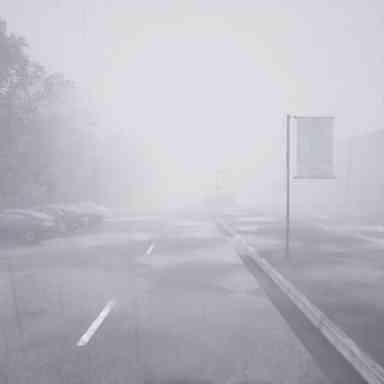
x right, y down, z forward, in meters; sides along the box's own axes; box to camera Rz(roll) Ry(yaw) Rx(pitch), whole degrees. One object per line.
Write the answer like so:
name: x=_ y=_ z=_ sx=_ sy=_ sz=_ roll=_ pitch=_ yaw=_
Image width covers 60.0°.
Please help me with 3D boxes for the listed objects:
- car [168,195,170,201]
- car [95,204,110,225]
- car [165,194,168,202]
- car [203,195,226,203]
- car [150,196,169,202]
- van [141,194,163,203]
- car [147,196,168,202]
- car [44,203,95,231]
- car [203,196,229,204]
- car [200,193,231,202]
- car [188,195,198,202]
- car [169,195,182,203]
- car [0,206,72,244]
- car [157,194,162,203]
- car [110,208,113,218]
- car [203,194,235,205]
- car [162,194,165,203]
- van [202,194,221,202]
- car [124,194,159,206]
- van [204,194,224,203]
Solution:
car: x=-8.200 y=1.701 z=78.530 sx=5.366 sy=1.575 sz=1.946 roll=0 pitch=-1 yaw=0
car: x=-8.349 y=1.502 z=21.836 sx=5.008 sy=1.535 sz=2.097 roll=0 pitch=0 yaw=0
car: x=-8.377 y=1.716 z=75.745 sx=4.674 sy=1.452 sz=2.002 roll=0 pitch=-1 yaw=0
car: x=4.741 y=1.470 z=70.251 sx=4.553 sy=1.767 sz=2.185 roll=0 pitch=-1 yaw=0
car: x=-8.434 y=1.816 z=86.886 sx=4.792 sy=1.488 sz=2.163 roll=0 pitch=-1 yaw=0
van: x=-8.486 y=1.396 z=70.175 sx=4.442 sy=1.987 sz=1.878 roll=0 pitch=0 yaw=0
car: x=-8.387 y=1.731 z=81.316 sx=5.008 sy=1.535 sz=2.097 roll=0 pitch=-1 yaw=0
car: x=-8.337 y=1.503 z=18.562 sx=4.892 sy=1.521 sz=2.231 roll=0 pitch=0 yaw=0
car: x=4.711 y=1.549 z=64.644 sx=4.892 sy=1.521 sz=2.231 roll=0 pitch=0 yaw=0
car: x=4.693 y=1.262 z=59.042 sx=5.566 sy=2.045 sz=2.435 roll=0 pitch=0 yaw=0
car: x=-0.060 y=1.747 z=82.580 sx=1.837 sy=1.490 sz=4.892 roll=0 pitch=-1 yaw=0
car: x=-3.286 y=1.639 z=70.877 sx=1.837 sy=1.490 sz=4.892 roll=0 pitch=0 yaw=0
car: x=-8.338 y=1.541 z=15.286 sx=4.674 sy=1.452 sz=2.002 roll=0 pitch=0 yaw=0
car: x=-8.363 y=1.538 z=59.038 sx=5.008 sy=1.535 sz=2.097 roll=0 pitch=0 yaw=0
car: x=-8.342 y=1.543 z=24.984 sx=4.674 sy=1.452 sz=2.002 roll=0 pitch=0 yaw=0
car: x=4.729 y=1.502 z=56.239 sx=4.892 sy=1.521 sz=2.231 roll=0 pitch=0 yaw=0
car: x=-8.335 y=1.471 z=67.394 sx=4.553 sy=1.767 sz=2.185 roll=0 pitch=0 yaw=0
van: x=4.577 y=1.453 z=78.663 sx=4.442 sy=1.987 sz=1.878 roll=0 pitch=-1 yaw=0
car: x=-8.350 y=1.517 z=53.470 sx=5.008 sy=1.535 sz=2.097 roll=0 pitch=0 yaw=0
van: x=4.821 y=1.398 z=73.057 sx=4.442 sy=1.987 sz=1.878 roll=0 pitch=-1 yaw=0
